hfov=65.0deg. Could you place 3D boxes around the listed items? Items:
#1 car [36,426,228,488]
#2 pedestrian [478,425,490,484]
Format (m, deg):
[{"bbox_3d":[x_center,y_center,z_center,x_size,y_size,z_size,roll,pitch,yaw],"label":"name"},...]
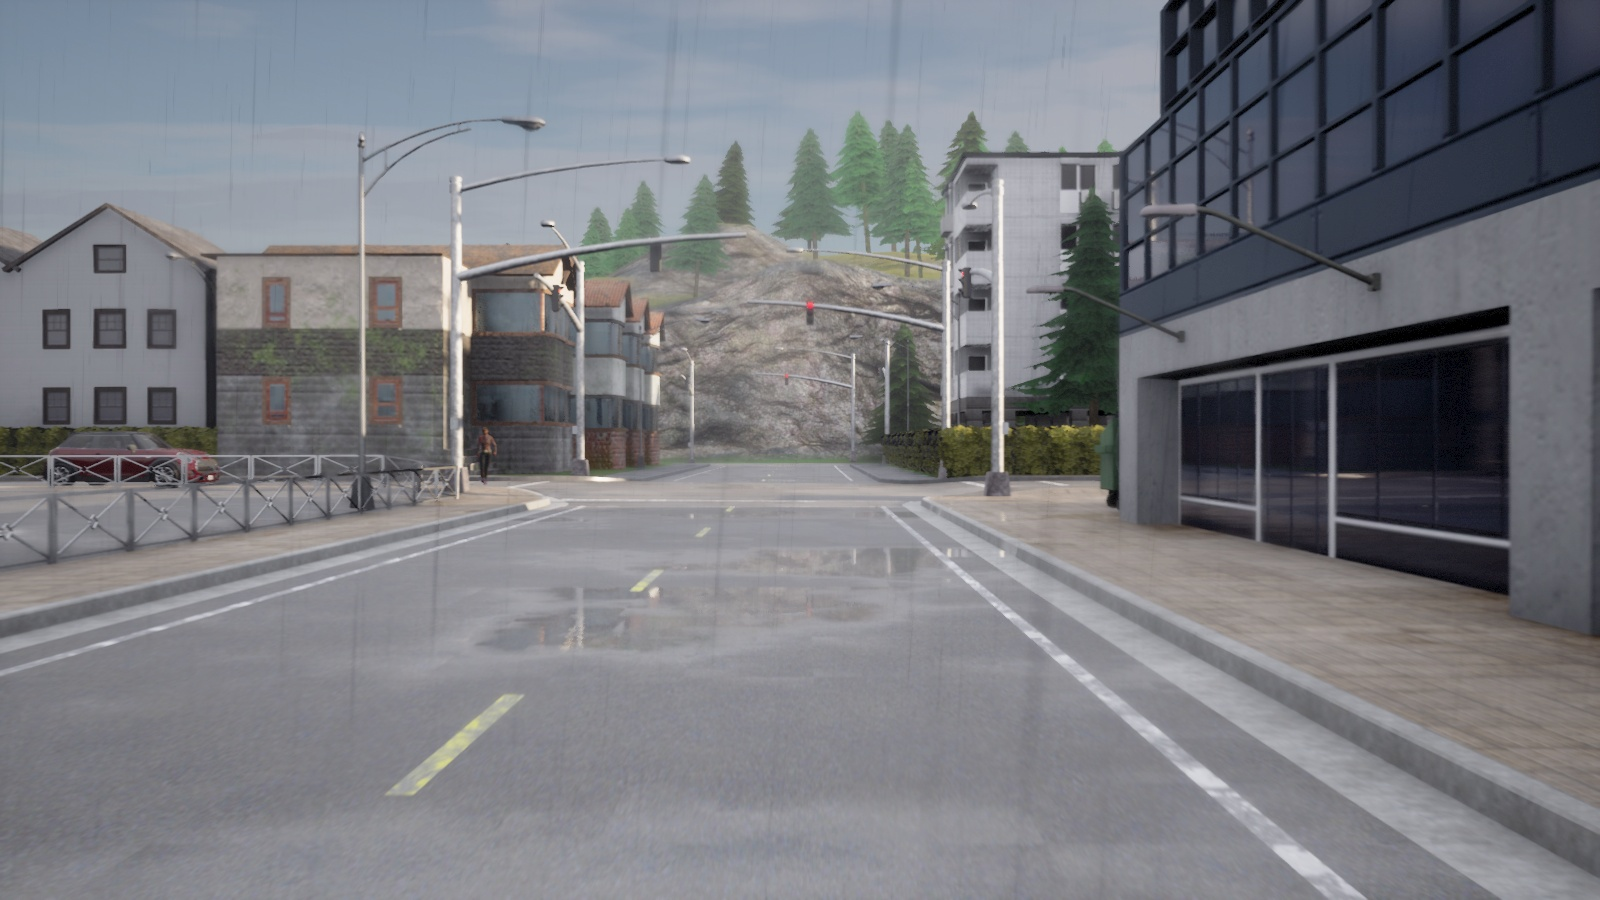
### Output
[{"bbox_3d":[-19.625,0.204,37.039,4.553,1.767,2.097,0,0,0],"label":"car"},{"bbox_3d":[-9.802,0.140,38.929,0.328,1.805,0.869,0,0,-12],"label":"pedestrian"}]
